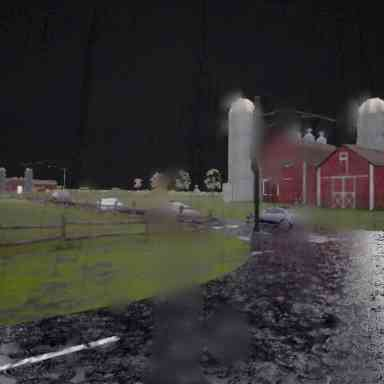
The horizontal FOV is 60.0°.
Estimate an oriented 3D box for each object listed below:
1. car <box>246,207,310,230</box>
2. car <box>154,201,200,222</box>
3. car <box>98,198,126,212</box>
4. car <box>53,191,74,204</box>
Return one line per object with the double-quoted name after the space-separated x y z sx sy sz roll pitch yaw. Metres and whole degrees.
5.617 1.653 22.038 1.994 1.385 4.181 0 0 -37 "car"
-1.287 1.508 26.440 1.837 1.490 4.892 0 0 -35 "car"
-9.064 1.413 37.286 1.812 1.442 4.674 0 0 -36 "car"
-21.022 0.918 54.072 2.150 2.045 5.566 0 0 -36 "car"
